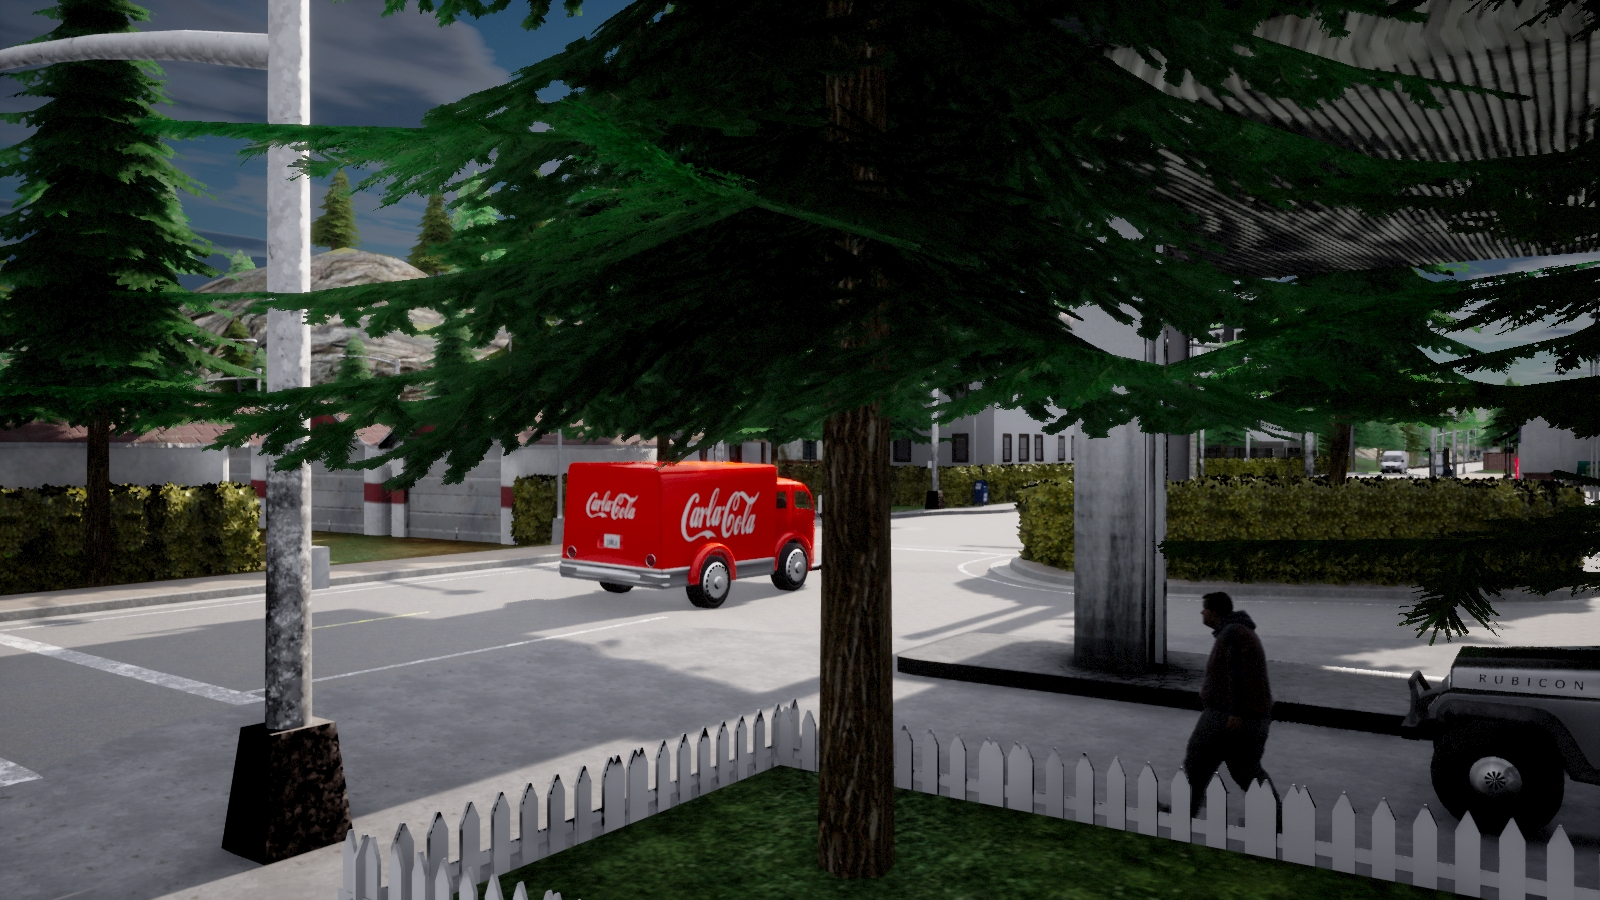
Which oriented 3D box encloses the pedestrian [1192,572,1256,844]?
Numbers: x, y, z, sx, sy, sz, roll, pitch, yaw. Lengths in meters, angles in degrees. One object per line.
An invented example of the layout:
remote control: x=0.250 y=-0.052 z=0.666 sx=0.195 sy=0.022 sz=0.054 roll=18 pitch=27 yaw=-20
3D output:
pedestrian: x=3.082 y=1.844 z=8.293 sx=0.375 sy=1.860 sz=0.375 roll=0 pitch=0 yaw=31

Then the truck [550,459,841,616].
truck: x=-1.781 y=1.452 z=21.356 sx=2.627 sy=2.467 sz=5.204 roll=2 pitch=0 yaw=35
